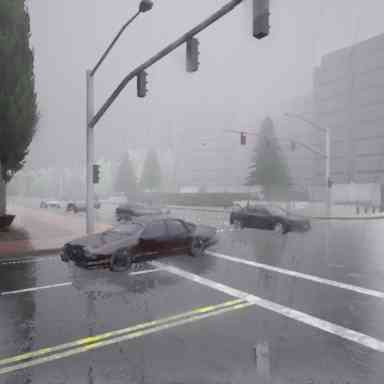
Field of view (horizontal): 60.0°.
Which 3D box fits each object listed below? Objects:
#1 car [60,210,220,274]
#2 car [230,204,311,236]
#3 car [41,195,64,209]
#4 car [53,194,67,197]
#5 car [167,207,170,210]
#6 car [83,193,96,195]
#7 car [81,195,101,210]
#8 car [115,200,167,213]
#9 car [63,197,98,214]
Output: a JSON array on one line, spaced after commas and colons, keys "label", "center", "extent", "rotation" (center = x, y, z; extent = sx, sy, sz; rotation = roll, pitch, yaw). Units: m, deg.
[{"label": "car", "center": [-1.380, 1.546, 10.951], "extent": [5.357, 1.411, 2.033], "rotation": [0, 0, -45]}, {"label": "car", "center": [4.285, 1.474, 18.821], "extent": [1.882, 1.535, 5.008], "rotation": [0, 0, -36]}, {"label": "car", "center": [-19.664, 1.523, 46.077], "extent": [1.812, 1.442, 4.674], "rotation": [0, 0, -35]}, {"label": "car", "center": [-22.234, 0.967, 55.794], "extent": [2.097, 1.767, 4.553], "rotation": [0, 0, -36]}, {"label": "car", "center": [-3.742, 1.489, 29.872], "extent": [2.128, 1.511, 4.902], "rotation": [0, 0, -36]}, {"label": "car", "center": [-20.388, 1.218, 65.394], "extent": [2.150, 2.045, 5.566], "rotation": [0, 0, -36]}, {"label": "car", "center": [-13.419, 1.504, 43.362], "extent": [1.837, 1.490, 4.892], "rotation": [0, -1, -36]}, {"label": "car", "center": [-4.077, 1.503, 24.331], "extent": [1.837, 1.490, 4.892], "rotation": [0, 0, -35]}, {"label": "car", "center": [-11.925, 1.523, 35.270], "extent": [1.812, 1.442, 4.674], "rotation": [0, 0, -36]}]
